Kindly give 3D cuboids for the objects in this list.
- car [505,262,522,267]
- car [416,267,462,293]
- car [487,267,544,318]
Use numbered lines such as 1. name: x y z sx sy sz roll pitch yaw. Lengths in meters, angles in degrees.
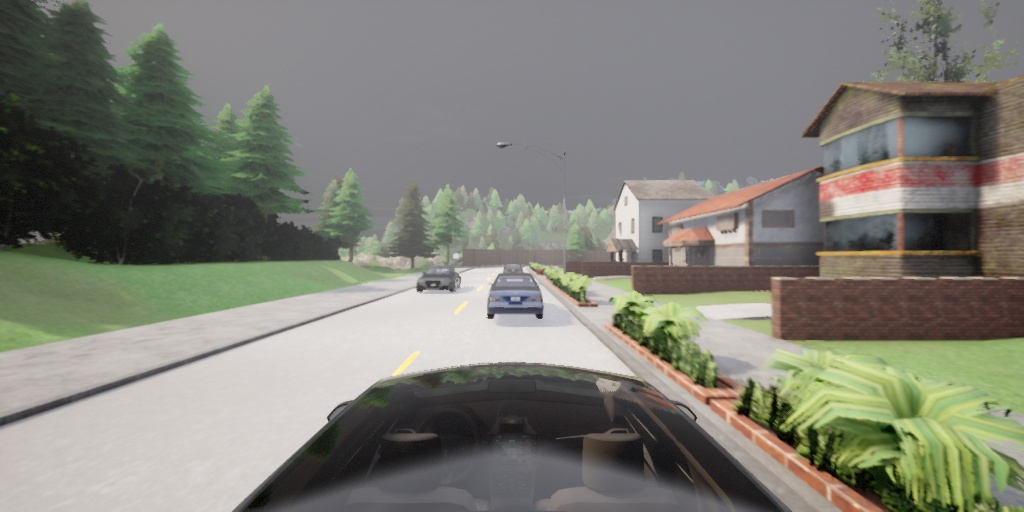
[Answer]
1. car: 0.096 1.286 33.224 2.033 1.411 5.357 0 0 0
2. car: -4.093 1.306 20.574 1.994 1.385 4.181 0 0 0
3. car: 0.098 1.293 12.937 2.033 1.411 5.357 0 0 0
